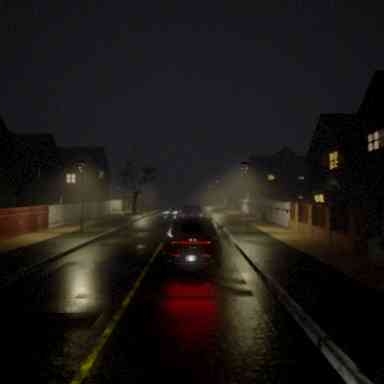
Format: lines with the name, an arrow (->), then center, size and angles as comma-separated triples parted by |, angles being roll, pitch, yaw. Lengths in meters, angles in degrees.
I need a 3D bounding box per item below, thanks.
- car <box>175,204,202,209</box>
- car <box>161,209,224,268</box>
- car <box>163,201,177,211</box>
car -> 0.042, 1.719, 25.913 | 2.033, 1.411, 5.357 | 0, 0, 1
car -> 0.044, 1.577, 11.548 | 1.837, 1.490, 4.892 | 0, 0, 2
car -> -2.837, 1.872, 45.383 | 2.033, 1.411, 5.357 | 0, 0, 0
